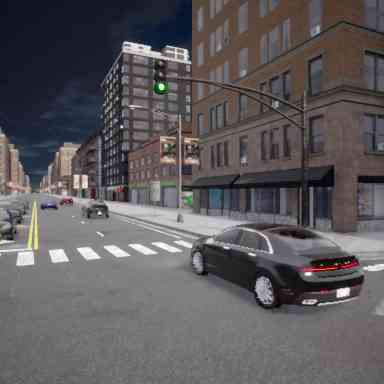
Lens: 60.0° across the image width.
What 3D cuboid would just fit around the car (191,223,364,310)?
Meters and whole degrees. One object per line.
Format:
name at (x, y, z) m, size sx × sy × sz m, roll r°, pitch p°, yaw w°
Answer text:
car at (1.613, 1.508, 8.008) m, size 1.837 × 1.490 × 4.892 m, roll 0°, pitch 0°, yaw -25°

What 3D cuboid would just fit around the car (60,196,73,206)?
car at (-21.507, 1.495, 56.957) m, size 1.882 × 1.535 × 5.008 m, roll 0°, pitch 0°, yaw -25°

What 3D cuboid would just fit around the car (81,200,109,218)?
car at (-8.838, 1.515, 30.246) m, size 1.837 × 1.490 × 4.892 m, roll 0°, pitch 0°, yaw -25°

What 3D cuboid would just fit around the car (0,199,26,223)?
car at (-13.704, 1.521, 24.851) m, size 1.837 × 1.490 × 4.892 m, roll 0°, pitch 0°, yaw -25°

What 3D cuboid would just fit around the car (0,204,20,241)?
car at (-9.773, 1.539, 16.475) m, size 1.812 × 1.442 × 4.674 m, roll 0°, pitch 0°, yaw -25°

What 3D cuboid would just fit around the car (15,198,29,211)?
car at (-17.949, 1.523, 33.919) m, size 1.837 × 1.490 × 4.892 m, roll 0°, pitch 0°, yaw -25°

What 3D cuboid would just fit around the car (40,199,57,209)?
car at (-19.591, 1.581, 45.483) m, size 1.994 × 1.385 × 4.181 m, roll 0°, pitch 0°, yaw -25°
